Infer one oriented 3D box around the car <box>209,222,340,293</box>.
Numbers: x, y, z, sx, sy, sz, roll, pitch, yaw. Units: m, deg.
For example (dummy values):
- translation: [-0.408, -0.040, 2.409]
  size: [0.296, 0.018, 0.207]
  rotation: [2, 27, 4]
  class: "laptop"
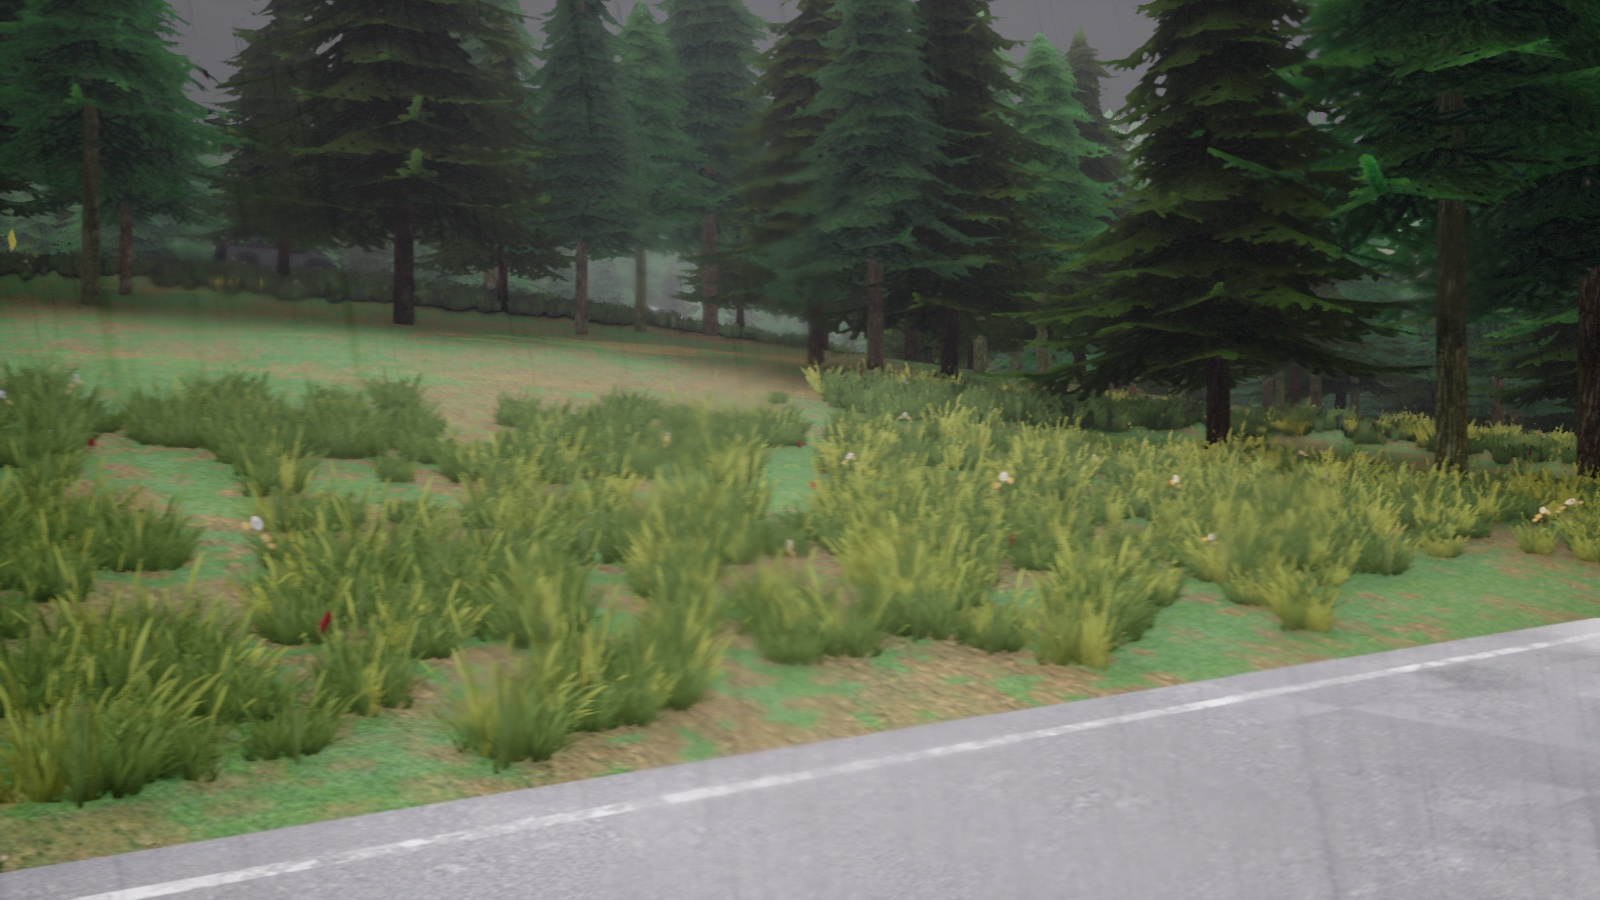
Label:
- translation: [-18.006, -6.552, 43.029]
  size: [3.866, 1.878, 1.905]
  rotation: [0, 0, -33]
  class: "car"
